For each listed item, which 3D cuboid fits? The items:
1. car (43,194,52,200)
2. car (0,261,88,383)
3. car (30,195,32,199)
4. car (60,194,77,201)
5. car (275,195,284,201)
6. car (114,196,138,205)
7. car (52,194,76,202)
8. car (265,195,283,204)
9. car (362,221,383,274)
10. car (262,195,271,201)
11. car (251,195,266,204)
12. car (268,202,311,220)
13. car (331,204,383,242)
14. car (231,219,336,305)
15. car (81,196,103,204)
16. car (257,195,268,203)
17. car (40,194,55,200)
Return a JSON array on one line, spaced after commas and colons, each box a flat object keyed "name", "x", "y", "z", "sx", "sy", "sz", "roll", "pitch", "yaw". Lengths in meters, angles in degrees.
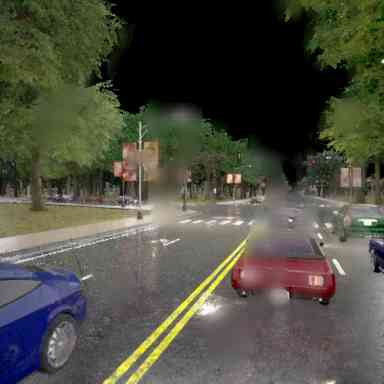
[{"name": "car", "x": -31.653, "y": 1.259, "z": 76.620, "sx": 4.674, "sy": 1.442, "sz": 1.812, "roll": 0, "pitch": 0, "yaw": 40}, {"name": "car", "x": -2.863, "y": 1.526, "z": 3.208, "sx": 1.812, "sy": 1.442, "sz": 4.674, "roll": 0, "pitch": 0, "yaw": 17}, {"name": "car", "x": -39.247, "y": 1.253, "z": 83.046, "sx": 4.181, "sy": 1.385, "sz": 1.994, "roll": 0, "pitch": 0, "yaw": 40}, {"name": "car", "x": -29.273, "y": 1.260, "z": 78.865, "sx": 4.674, "sy": 1.442, "sz": 1.812, "roll": 0, "pitch": 0, "yaw": 40}, {"name": "car", "x": 21.707, "y": 1.489, "z": 82.276, "sx": 1.882, "sy": 1.535, "sz": 5.008, "roll": 0, "pitch": 0, "yaw": 17}, {"name": "car", "x": -10.847, "y": 1.361, "z": 54.682, "sx": 4.902, "sy": 1.511, "sz": 2.128, "roll": 0, "pitch": 0, "yaw": 41}, {"name": "car", "x": -26.003, "y": 1.300, "z": 67.583, "sx": 4.674, "sy": 1.442, "sz": 1.812, "roll": 0, "pitch": 0, "yaw": 40}, {"name": "car", "x": 15.546, "y": 1.554, "z": 62.574, "sx": 2.033, "sy": 1.411, "sz": 5.357, "roll": 0, "pitch": 0, "yaw": 18}, {"name": "car", "x": 5.477, "y": 1.601, "z": 7.599, "sx": 1.895, "sy": 1.301, "sz": 4.718, "roll": 0, "pitch": 0, "yaw": 17}, {"name": "car", "x": 18.487, "y": 1.535, "z": 82.863, "sx": 1.812, "sy": 1.442, "sz": 4.674, "roll": 0, "pitch": 0, "yaw": 17}, {"name": "car", "x": 12.473, "y": 1.554, "z": 63.623, "sx": 2.033, "sy": 1.411, "sz": 5.357, "roll": 0, "pitch": 0, "yaw": 18}, {"name": "car", "x": 4.964, "y": 1.505, "z": 17.073, "sx": 1.837, "sy": 1.490, "sz": 4.892, "roll": 0, "pitch": 0, "yaw": 17}, {"name": "car", "x": 8.098, "y": 1.352, "z": 16.198, "sx": 2.097, "sy": 1.767, "sz": 4.553, "roll": 0, "pitch": 0, "yaw": 17}, {"name": "car", "x": 2.270, "y": 1.601, "z": 8.215, "sx": 1.895, "sy": 1.301, "sz": 4.718, "roll": 0, "pitch": 0, "yaw": 17}, {"name": "car", "x": -18.268, "y": 1.423, "z": 60.973, "sx": 4.718, "sy": 1.301, "sz": 1.895, "roll": 0, "pitch": 0, "yaw": 41}, {"name": "car", "x": 15.442, "y": 1.486, "z": 73.059, "sx": 1.882, "sy": 1.535, "sz": 5.008, "roll": 0, "pitch": 0, "yaw": 17}, {"name": "car", "x": -37.146, "y": 1.253, "z": 85.526, "sx": 4.181, "sy": 1.385, "sz": 1.994, "roll": 0, "pitch": 0, "yaw": 40}]
